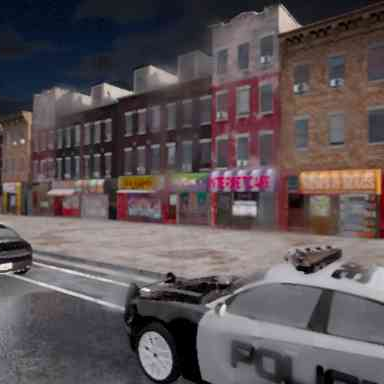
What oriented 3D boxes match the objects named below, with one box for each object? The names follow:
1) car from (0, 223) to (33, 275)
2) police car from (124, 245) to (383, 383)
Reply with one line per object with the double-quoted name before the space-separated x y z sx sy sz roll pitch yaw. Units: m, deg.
"car" -6.565 1.647 9.800 4.892 1.490 1.837 -1 -1 37
"police car" 1.301 1.479 3.806 5.238 1.638 1.930 -1 -1 37
